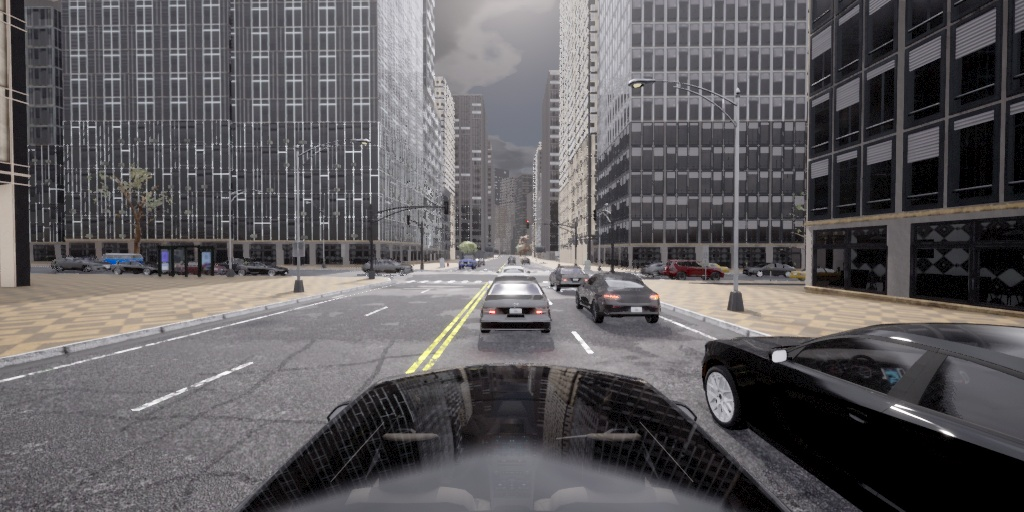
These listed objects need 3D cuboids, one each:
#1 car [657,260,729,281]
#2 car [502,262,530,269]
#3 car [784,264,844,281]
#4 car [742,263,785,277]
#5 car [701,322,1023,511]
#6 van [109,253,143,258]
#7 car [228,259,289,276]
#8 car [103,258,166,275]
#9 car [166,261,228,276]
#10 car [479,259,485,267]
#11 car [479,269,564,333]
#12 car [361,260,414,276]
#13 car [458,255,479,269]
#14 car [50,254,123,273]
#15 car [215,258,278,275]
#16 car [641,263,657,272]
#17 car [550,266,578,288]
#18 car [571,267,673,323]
[{"bbox_3d":[16.170,1.267,32.169,5.009,1.841,2.192,0,0,1],"label":"car"},{"bbox_3d":[0.086,1.265,20.251,1.812,1.442,4.674,0,0,0],"label":"car"},{"bbox_3d":[27.618,1.577,31.982,4.829,1.417,1.751,0,0,1],"label":"car"},{"bbox_3d":[27.012,1.458,37.769,4.892,1.490,1.837,1,1,1],"label":"car"},{"bbox_3d":[3.344,1.227,2.584,1.882,1.535,5.008,0,0,0],"label":"car"},{"bbox_3d":[-45.319,0.603,41.615,3.998,1.789,1.690,0,0,1],"label":"van"},{"bbox_3d":[-22.756,1.172,32.666,4.313,1.339,1.948,0,0,1],"label":"car"},{"bbox_3d":[-34.121,1.068,32.963,4.313,1.339,1.948,0,0,1],"label":"car"},{"bbox_3d":[-28.440,1.136,32.794,4.207,1.307,1.802,0,0,1],"label":"car"},{"bbox_3d":[-6.613,1.191,63.808,2.128,1.511,4.902,0,0,0],"label":"car"},{"bbox_3d":[0.094,1.293,10.660,2.033,1.411,5.357,0,0,0],"label":"car"},{"bbox_3d":[-12.304,1.143,35.560,4.902,1.511,2.128,0,1,-5],"label":"car"},{"bbox_3d":[-6.639,0.933,53.890,2.150,2.045,5.566,0,0,0],"label":"car"},{"bbox_3d":[-42.702,0.873,35.781,4.902,1.511,2.128,0,1,1],"label":"car"},{"bbox_3d":[-26.198,1.035,35.439,4.892,1.490,1.837,1,1,1],"label":"car"},{"bbox_3d":[15.013,1.392,34.764,4.902,1.511,2.128,0,1,1],"label":"car"},{"bbox_3d":[3.337,1.286,21.341,2.033,1.411,5.357,0,0,0],"label":"car"},{"bbox_3d":[3.344,1.271,11.930,1.812,1.442,4.674,0,0,0],"label":"car"}]
